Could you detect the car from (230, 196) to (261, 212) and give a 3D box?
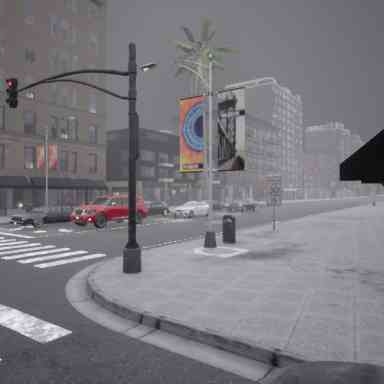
[{"bbox_3d":[5.871,1.411,38.939,2.097,1.767,4.553,0,0,35],"label":"car"}]

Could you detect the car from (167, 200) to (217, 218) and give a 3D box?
[{"bbox_3d":[0.128,1.564,30.811,1.812,1.442,4.674,0,0,35],"label":"car"}]

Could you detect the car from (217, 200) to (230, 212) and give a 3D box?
[{"bbox_3d":[2.020,1.597,39.132,2.033,1.411,5.357,0,0,35],"label":"car"}]

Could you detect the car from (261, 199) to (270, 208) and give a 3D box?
[{"bbox_3d":[10.607,1.686,51.166,1.895,1.301,4.718,0,0,36],"label":"car"}]

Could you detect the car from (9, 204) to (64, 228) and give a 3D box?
[{"bbox_3d":[-9.466,1.561,22.847,2.033,1.411,5.357,0,0,35],"label":"car"}]

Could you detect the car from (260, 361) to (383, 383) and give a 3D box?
[{"bbox_3d":[2.169,1.551,1.301,4.403,1.369,2.008,0,0,35],"label":"car"}]

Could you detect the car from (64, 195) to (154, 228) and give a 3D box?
[{"bbox_3d":[-5.497,1.243,22.827,2.150,2.045,5.566,0,0,35],"label":"car"}]

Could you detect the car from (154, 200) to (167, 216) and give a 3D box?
[{"bbox_3d":[-3.986,1.534,30.623,1.837,1.490,4.892,0,0,35],"label":"car"}]
